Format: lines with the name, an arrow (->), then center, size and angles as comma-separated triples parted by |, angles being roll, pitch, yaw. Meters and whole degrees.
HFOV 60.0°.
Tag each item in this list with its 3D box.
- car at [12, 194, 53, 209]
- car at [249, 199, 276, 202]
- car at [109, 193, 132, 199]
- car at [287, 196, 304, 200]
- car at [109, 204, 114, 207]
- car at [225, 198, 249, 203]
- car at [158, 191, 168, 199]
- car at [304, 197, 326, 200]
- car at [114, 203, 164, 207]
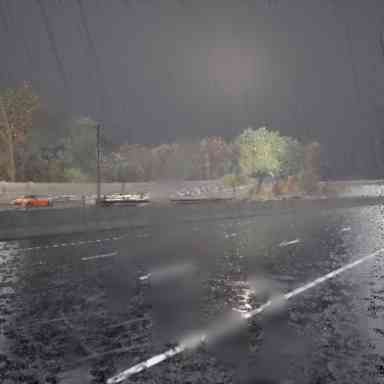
car -> -18.511, 1.029, 38.788 | 2.097, 1.767, 4.553 | -1, 0, 21
car -> 9.890, 1.633, 43.853 | 1.812, 1.442, 4.674 | 0, -1, 43
car -> -12.108, 0.974, 56.508 | 1.882, 1.535, 5.008 | -1, 1, 21
car -> 17.878, 1.500, 57.498 | 2.097, 1.767, 4.553 | 0, 0, 44
car -> -6.932, 1.714, 30.983 | 1.895, 1.301, 4.718 | 0, 0, 43
car -> 6.096, 1.620, 44.929 | 2.128, 1.511, 4.902 | 0, -1, 43
car -> -6.475, 0.602, 70.751 | 1.812, 1.442, 4.674 | -1, 2, 23
car -> 21.369, 1.621, 56.105 | 2.128, 1.511, 4.902 | 0, 0, 43
car -> -3.797, 1.640, 29.214 | 2.033, 1.411, 5.357 | 0, 0, 43
